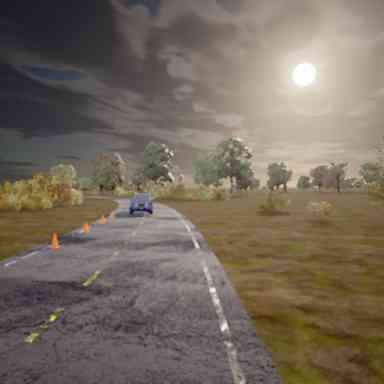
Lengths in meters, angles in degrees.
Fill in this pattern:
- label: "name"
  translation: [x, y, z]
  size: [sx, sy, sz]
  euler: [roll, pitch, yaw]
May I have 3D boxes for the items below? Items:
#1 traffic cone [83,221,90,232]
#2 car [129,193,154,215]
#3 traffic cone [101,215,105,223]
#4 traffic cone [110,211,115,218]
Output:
- label: "traffic cone"
  translation: [-5.805, 1.901, 18.247]
  size: [0.340, 0.580, 0.340]
  euler: [0, 0, -4]
- label: "car"
  translation: [-4.964, 1.117, 32.754]
  size: [2.150, 2.045, 5.566]
  euler: [0, 0, -9]
- label: "traffic cone"
  translation: [-6.218, 1.885, 23.179]
  size: [0.340, 0.580, 0.340]
  euler: [0, 0, -5]
- label: "traffic cone"
  translation: [-6.724, 1.869, 28.102]
  size: [0.340, 0.580, 0.340]
  euler: [0, 0, -6]
